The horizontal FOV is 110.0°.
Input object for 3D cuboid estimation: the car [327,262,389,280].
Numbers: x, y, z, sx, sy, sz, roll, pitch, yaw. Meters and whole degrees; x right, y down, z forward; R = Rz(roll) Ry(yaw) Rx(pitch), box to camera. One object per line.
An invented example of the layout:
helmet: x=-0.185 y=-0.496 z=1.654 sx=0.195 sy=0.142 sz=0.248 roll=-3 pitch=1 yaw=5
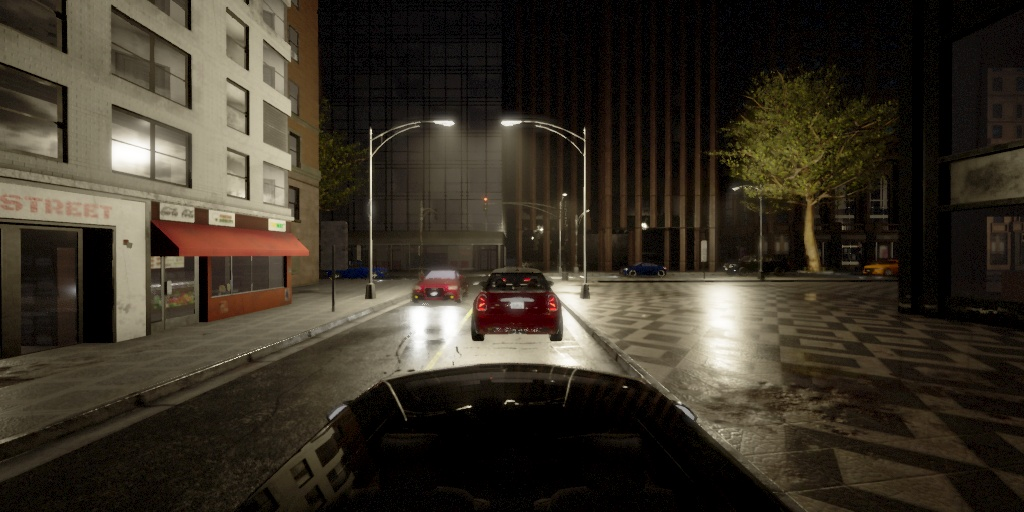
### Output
car: x=-13.149 y=1.281 z=30.723 sx=5.008 sy=1.535 sz=1.882 roll=0 pitch=0 yaw=2

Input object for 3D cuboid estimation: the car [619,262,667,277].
car: x=12.324 y=1.257 z=33.848 sx=4.181 sy=1.385 sz=1.994 roll=0 pitch=0 yaw=0

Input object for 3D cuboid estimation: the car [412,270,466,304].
car: x=-3.104 y=1.312 z=16.234 sx=1.994 sy=1.385 sz=4.181 roll=0 pitch=0 yaw=0

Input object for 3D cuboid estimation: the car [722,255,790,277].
car: x=22.959 y=0.881 z=33.778 sx=5.566 sy=2.045 sz=2.150 roll=0 pitch=0 yaw=0

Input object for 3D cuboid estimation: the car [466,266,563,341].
car: x=0.123 y=1.101 z=9.982 sx=2.097 sy=1.767 sz=4.553 roll=0 pitch=0 yaw=0

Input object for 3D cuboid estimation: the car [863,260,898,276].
car: x=36.025 y=1.109 z=33.698 sx=5.008 sy=1.535 sz=1.882 roll=0 pitch=0 yaw=1
